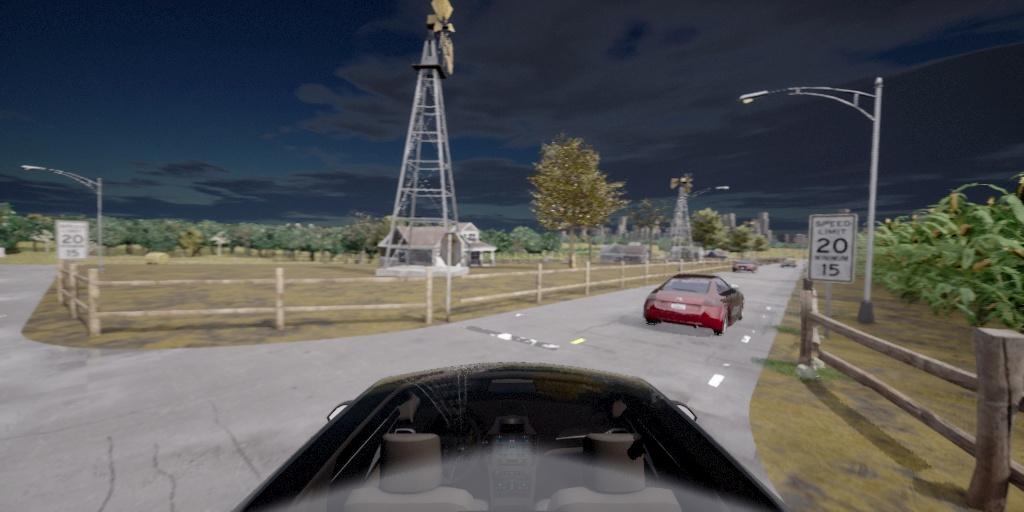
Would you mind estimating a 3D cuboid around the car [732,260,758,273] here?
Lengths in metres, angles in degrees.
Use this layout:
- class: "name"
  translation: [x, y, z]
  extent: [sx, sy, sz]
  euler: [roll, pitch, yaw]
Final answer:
- class: "car"
  translation: [25.470, 1.103, 39.123]
  extent: [1.994, 1.385, 4.181]
  euler: [3, 2, 39]

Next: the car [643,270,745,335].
- class: "car"
  translation: [5.395, 1.218, 10.428]
  extent: [1.994, 1.385, 4.181]
  euler: [3, 2, 39]
